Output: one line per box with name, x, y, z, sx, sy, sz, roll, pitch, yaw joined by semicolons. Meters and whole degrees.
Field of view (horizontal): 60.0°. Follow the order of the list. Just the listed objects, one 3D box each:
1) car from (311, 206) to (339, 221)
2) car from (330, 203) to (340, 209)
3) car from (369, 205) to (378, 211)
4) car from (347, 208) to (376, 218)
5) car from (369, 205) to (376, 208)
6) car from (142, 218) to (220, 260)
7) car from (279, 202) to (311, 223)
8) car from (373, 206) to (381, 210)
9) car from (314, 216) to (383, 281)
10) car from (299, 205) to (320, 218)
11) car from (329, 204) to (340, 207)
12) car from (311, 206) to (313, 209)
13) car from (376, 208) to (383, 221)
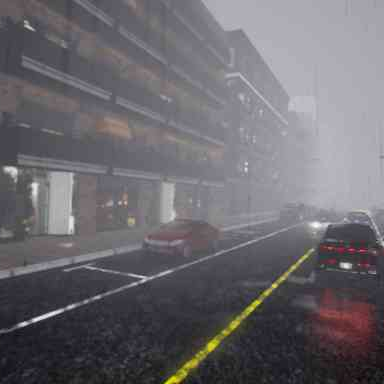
car;14.329;2.440;35.626;1.895;1.301;4.718;2;-1;28
car;35.894;3.587;83.222;2.008;1.369;4.403;2;0;27
car;43.416;3.798;79.528;1.752;1.417;4.829;2;0;27
car;13.114;2.259;26.353;2.033;1.411;5.357;2;-1;27
car;33.017;3.272;59.340;2.008;1.369;4.403;2;0;27
car;-0.227;1.694;13.093;1.802;1.307;4.206;2;0;27
car;10.104;1.979;33.131;2.192;1.841;5.009;2;0;27
car;22.698;2.717;39.304;1.887;1.381;4.507;2;0;27
car;5.275;1.797;11.130;1.837;1.490;4.892;2;-1;27
car;15.255;2.484;43.149;1.887;1.381;4.507;2;0;27
car;33.314;3.450;78.212;2.008;1.369;4.403;2;0;27
car;12.678;2.242;38.139;1.967;1.590;4.097;2;0;27
car;17.616;2.427;29.437;1.752;1.417;4.829;2;0;27
